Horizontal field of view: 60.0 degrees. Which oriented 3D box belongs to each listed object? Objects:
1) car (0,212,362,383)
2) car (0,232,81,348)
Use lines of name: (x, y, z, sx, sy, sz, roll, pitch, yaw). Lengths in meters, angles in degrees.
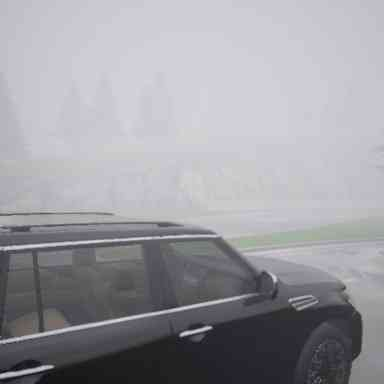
car: (-0.654, 1.234, 3.244, 5.566, 2.045, 2.150, 1, 0, -35)
car: (-4.612, 1.532, 4.747, 5.357, 1.411, 2.033, 1, 0, -35)
